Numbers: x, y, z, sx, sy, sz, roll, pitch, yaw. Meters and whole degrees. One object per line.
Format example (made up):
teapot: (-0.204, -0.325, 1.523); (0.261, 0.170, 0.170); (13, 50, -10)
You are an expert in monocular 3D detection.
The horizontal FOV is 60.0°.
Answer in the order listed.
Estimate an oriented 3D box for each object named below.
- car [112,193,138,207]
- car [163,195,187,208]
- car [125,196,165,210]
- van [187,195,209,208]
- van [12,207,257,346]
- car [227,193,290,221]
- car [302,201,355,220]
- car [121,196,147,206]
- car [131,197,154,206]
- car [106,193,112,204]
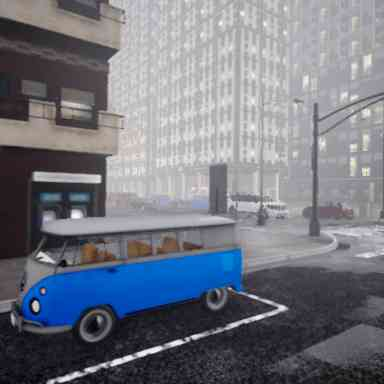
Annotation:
car: (-8.691, 1.102, 46.175); (2.150, 2.045, 5.566); (1, -1, -35)
car: (-1.744, 1.540, 46.337); (2.008, 1.369, 4.403); (1, -1, -35)
car: (-5.307, 1.397, 36.881); (2.008, 1.369, 4.403); (1, -1, -35)
van: (1.529, 1.338, 41.733); (1.690, 1.788, 3.998); (1, -1, -35)
van: (-0.895, 1.337, 6.067); (3.998, 1.788, 1.690); (0, 1, -35)
car: (5.114, 1.135, 26.683); (2.150, 2.045, 5.566); (1, -1, -35)
car: (11.338, 1.462, 27.915); (1.967, 1.590, 4.097); (1, -1, -35)
car: (-9.136, 1.422, 52.195); (2.128, 1.511, 4.902); (1, -1, -35)
car: (-8.285, 1.541, 55.548); (1.947, 1.339, 4.313); (1, -1, -35)
car: (-14.927, 1.140, 60.269); (2.150, 2.045, 5.566); (1, -1, -35)
